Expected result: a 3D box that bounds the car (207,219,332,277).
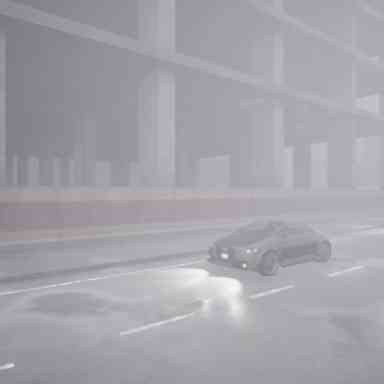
[{"bbox_3d":[2.483,1.562,10.336,4.181,1.385,1.994,0,0,-37],"label":"car"}]
